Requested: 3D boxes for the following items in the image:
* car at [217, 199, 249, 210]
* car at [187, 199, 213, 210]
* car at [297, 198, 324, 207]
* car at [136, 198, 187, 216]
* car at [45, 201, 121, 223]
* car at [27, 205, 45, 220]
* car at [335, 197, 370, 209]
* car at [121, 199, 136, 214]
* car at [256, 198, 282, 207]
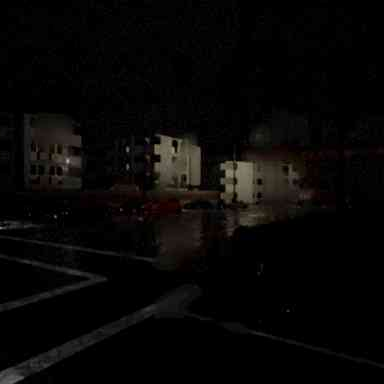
[{"bbox_3d":[5.363,1.622,43.535,4.718,1.301,1.895,0,0,-44],"label":"car"},{"bbox_3d":[0.882,1.588,43.534,1.994,1.385,4.181,0,0,41],"label":"car"},{"bbox_3d":[18.402,1.616,51.679,4.181,1.385,1.994,0,0,-18],"label":"car"},{"bbox_3d":[-2.962,1.374,33.126,2.097,1.767,4.553,0,0,38],"label":"car"},{"bbox_3d":[-8.384,1.514,25.975,2.128,1.511,4.902,0,0,37],"label":"car"},{"bbox_3d":[-11.242,1.531,27.993,1.837,1.490,4.892,0,0,37],"label":"car"},{"bbox_3d":[21.799,1.513,45.129,4.892,1.490,1.837,0,0,-18],"label":"car"},{"bbox_3d":[-5.620,1.517,35.416,2.128,1.511,4.902,0,0,38],"label":"car"},{"bbox_3d":[12.193,1.586,52.725,4.181,1.385,1.994,0,0,-26],"label":"car"}]
